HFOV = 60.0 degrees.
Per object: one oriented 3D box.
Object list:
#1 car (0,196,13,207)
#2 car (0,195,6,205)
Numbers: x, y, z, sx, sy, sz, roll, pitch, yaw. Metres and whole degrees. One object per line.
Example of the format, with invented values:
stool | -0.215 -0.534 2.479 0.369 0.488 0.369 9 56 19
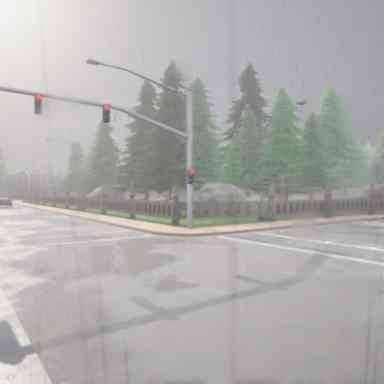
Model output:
car | -27.293 1.420 48.255 1.812 1.442 4.674 0 0 -36
car | -32.716 1.363 55.760 2.128 1.511 4.902 0 0 -36
